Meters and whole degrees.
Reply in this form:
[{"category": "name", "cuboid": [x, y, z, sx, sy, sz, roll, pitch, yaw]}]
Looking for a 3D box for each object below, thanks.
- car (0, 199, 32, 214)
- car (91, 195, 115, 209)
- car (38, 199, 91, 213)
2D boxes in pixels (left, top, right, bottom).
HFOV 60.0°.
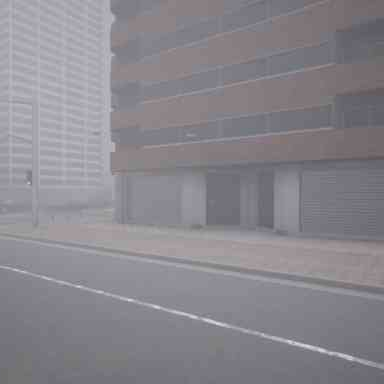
[{"category": "car", "cuboid": [-18.731, 1.477, 35.579, 1.882, 1.535, 5.008, 0, 0, 35]}, {"category": "car", "cuboid": [-12.779, 1.505, 44.135, 1.837, 1.490, 4.892, 0, 0, 35]}, {"category": "car", "cuboid": [-13.867, 1.601, 36.443, 1.895, 1.301, 4.718, 0, 0, 35]}]
